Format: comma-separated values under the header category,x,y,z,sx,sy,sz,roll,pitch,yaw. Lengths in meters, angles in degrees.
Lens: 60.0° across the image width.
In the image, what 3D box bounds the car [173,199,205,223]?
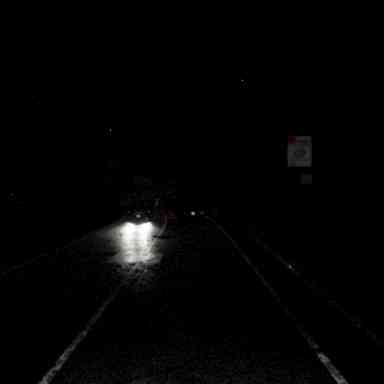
category,x,y,z,sx,sy,sz,roll,pitch,yaw
car,-0.142,1.482,24.675,2.033,1.411,5.357,0,0,-5

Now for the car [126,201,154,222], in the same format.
category,x,y,z,sx,sy,sz,roll,pitch,yaw
car,-3.966,1.443,25.962,2.128,1.511,4.902,0,0,-4

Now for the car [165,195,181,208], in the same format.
category,x,y,z,sx,sy,sz,roll,pitch,yaw
car,-2.303,1.154,41.671,1.882,1.535,5.008,-1,2,-10
